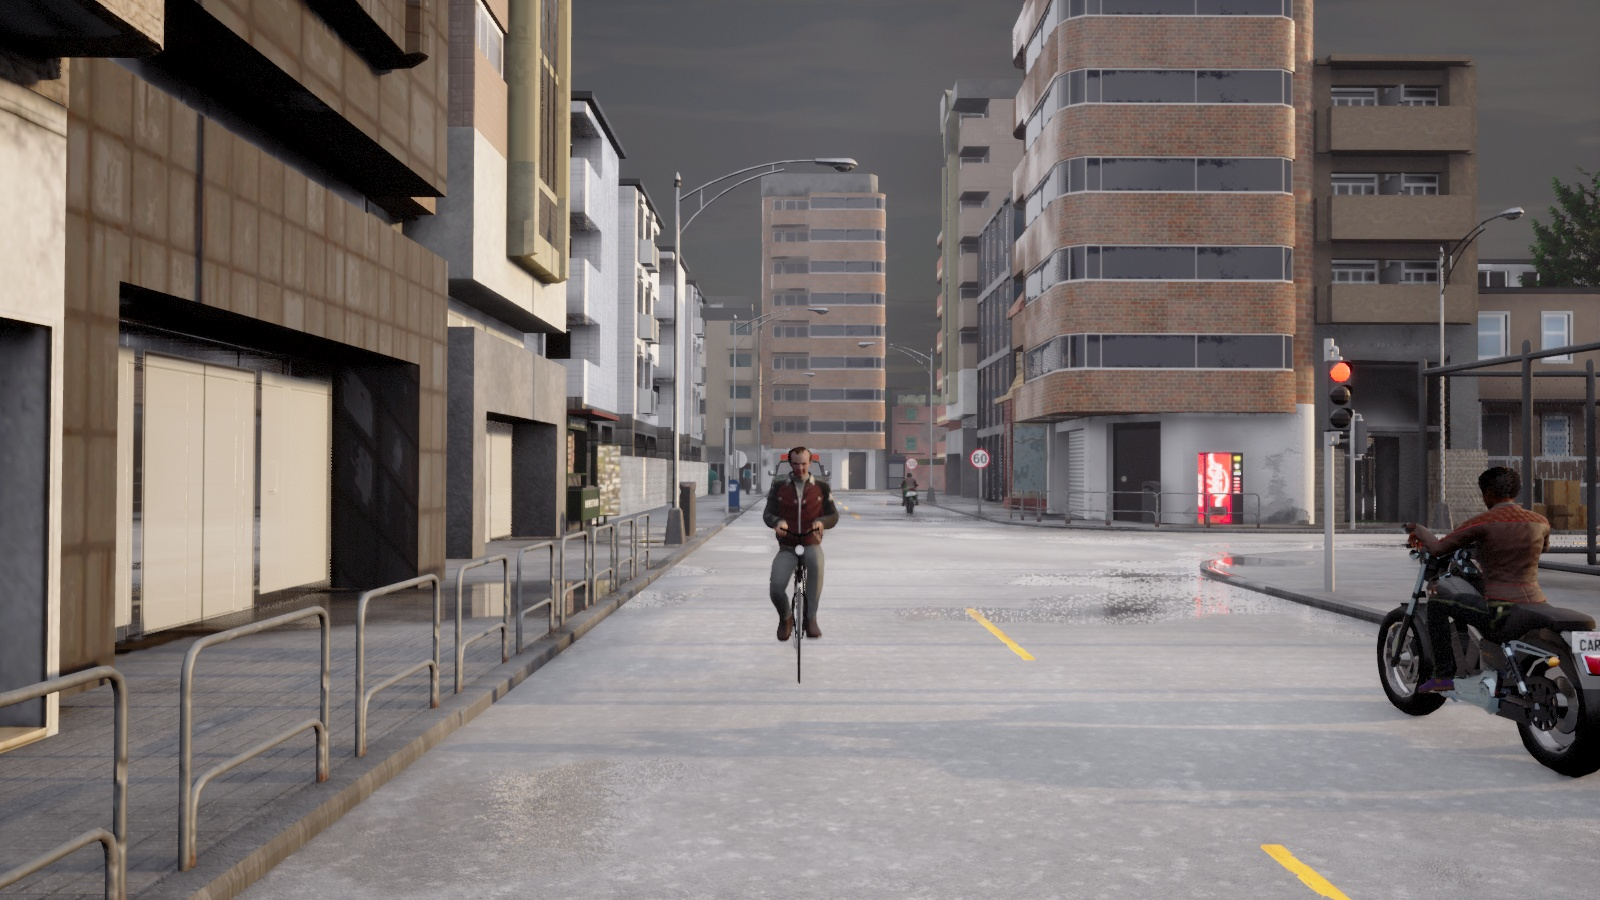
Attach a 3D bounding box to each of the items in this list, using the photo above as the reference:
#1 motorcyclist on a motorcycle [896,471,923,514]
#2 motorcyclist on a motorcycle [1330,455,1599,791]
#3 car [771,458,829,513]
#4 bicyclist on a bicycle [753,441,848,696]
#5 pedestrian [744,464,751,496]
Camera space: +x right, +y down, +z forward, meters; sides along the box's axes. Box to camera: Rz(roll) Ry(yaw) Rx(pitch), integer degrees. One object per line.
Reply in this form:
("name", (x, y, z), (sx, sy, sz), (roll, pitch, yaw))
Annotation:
("motorcyclist on a motorcycle", (3.974, 1.542, 45.545), (0.797, 1.523, 2.044), (0, -1, 0))
("motorcyclist on a motorcycle", (3.999, 0.872, 7.367), (0.766, 1.649, 2.350), (0, -1, 0))
("car", (-0.029, 1.368, 49.796), (2.150, 2.045, 5.566), (0, -1, -1))
("bicyclist on a bicycle", (0.004, 0.848, 9.722), (0.659, 1.776, 1.843), (0, -1, 0))
("pedestrian", (-3.140, 1.802, 75.563), (0.396, 1.930, 0.692), (0, -1, -2))
